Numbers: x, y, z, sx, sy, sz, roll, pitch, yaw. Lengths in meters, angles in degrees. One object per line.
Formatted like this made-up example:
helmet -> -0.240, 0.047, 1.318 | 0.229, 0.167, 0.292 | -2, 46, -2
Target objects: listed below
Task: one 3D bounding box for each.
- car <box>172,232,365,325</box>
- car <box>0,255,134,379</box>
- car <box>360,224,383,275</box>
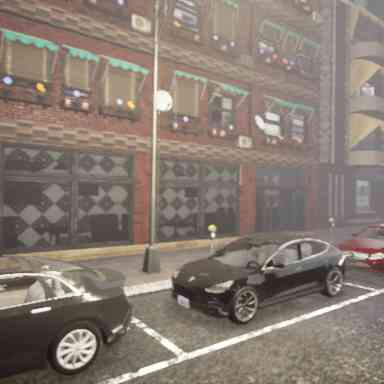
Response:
car -> 1.626, 1.621, 7.248 | 4.313, 1.339, 1.947 | 1, 0, -35
car -> -2.891, 1.550, 4.026 | 4.403, 1.369, 2.008 | 1, 0, -35
car -> 6.142, 1.693, 10.471 | 4.206, 1.307, 1.802 | 1, 0, -35
